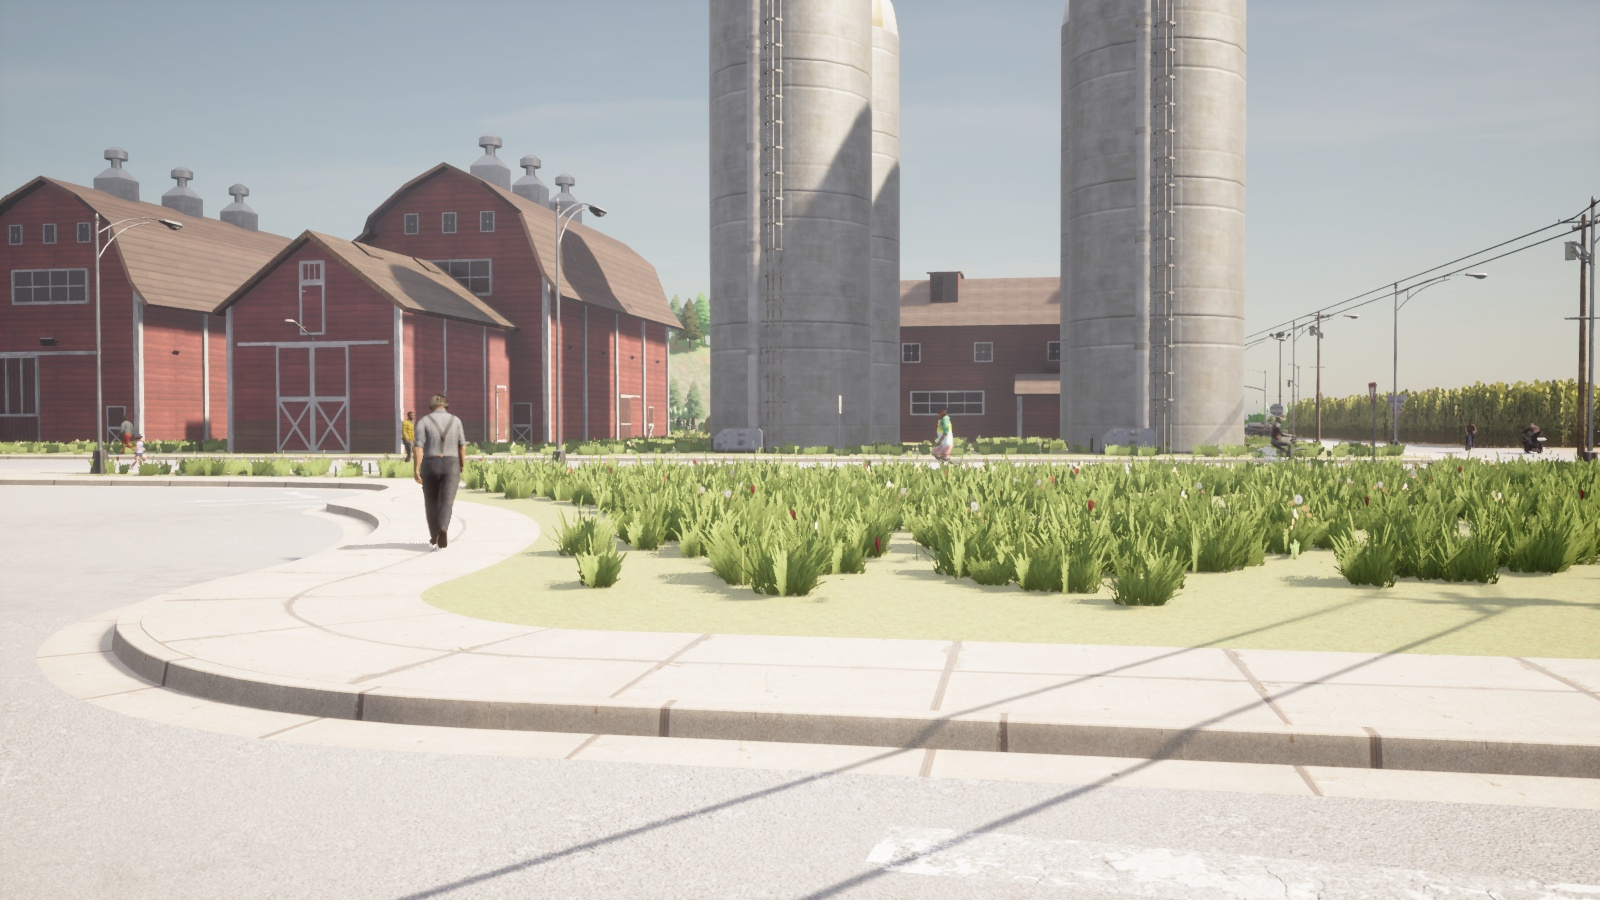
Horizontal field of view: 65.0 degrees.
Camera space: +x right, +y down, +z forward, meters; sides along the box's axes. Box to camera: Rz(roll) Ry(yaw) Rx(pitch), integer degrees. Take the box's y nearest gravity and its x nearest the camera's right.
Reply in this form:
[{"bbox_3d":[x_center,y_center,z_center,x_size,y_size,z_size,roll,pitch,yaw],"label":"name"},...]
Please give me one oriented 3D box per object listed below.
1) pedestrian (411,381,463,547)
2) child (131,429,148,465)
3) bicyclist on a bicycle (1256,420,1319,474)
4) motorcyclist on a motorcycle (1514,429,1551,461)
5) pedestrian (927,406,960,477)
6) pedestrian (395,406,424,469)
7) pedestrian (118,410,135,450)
[{"bbox_3d":[-4.165,0.150,14.387,0.540,1.848,0.694,0,1,-19],"label":"pedestrian"},{"bbox_3d":[-20.598,-0.093,39.154,0.394,1.110,0.255,1,1,10],"label":"child"},{"bbox_3d":[16.038,-0.107,41.339,1.843,1.776,0.659,0,1,10],"label":"bicyclist on a bicycle"},{"bbox_3d":[35.629,-0.263,61.117,0.866,1.530,2.191,1,1,10],"label":"motorcyclist on a motorcycle"},{"bbox_3d":[3.979,-0.246,34.772,0.873,1.952,0.659,0,1,5],"label":"pedestrian"},{"bbox_3d":[-11.522,-0.379,37.065,0.709,1.840,0.431,1,1,9],"label":"pedestrian"},{"bbox_3d":[-31.030,-0.933,57.849,0.614,1.847,0.353,0,1,7],"label":"pedestrian"}]
